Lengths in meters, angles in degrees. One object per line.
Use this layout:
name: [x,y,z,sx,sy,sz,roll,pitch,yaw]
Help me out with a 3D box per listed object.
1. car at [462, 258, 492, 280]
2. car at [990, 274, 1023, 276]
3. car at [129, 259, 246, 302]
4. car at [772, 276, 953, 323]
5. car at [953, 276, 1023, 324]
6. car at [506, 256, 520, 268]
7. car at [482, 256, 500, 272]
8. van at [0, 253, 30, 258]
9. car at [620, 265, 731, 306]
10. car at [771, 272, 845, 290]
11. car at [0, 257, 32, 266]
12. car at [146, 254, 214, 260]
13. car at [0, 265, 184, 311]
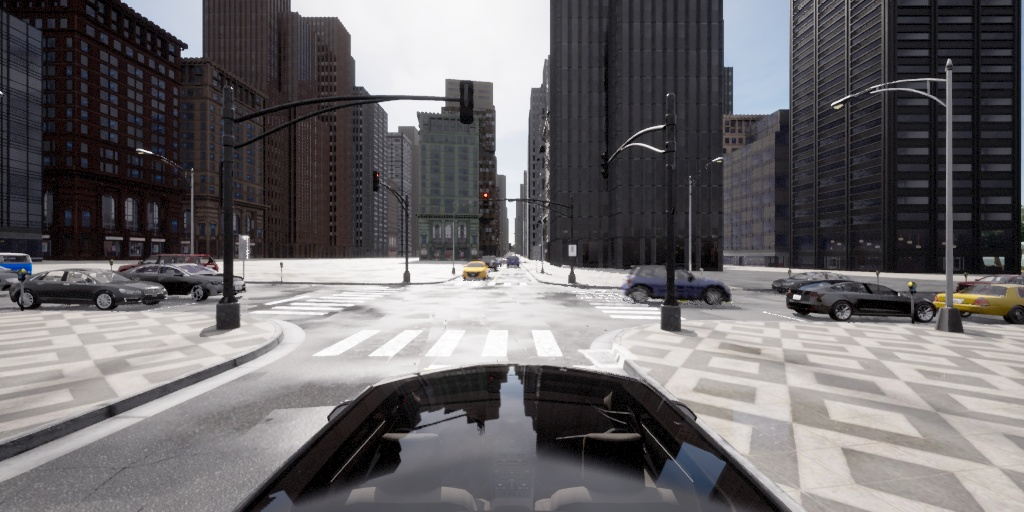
car: [-3.082,1.227,31.085,1.882,1.535,5.008,0,0,1]
car: [29.098,1.766,21.154,4.507,1.381,1.888,0,0,0]
car: [-14.134,1.065,15.358,4.902,1.511,2.128,1,0,1]
car: [12.145,1.524,12.660,4.313,1.339,1.948,0,0,0]
car: [17.957,1.571,12.649,4.829,1.417,1.751,0,0,0]
car: [0.199,0.974,62.675,2.150,2.045,5.566,0,0,0]
car: [-3.018,0.973,46.653,2.150,2.045,5.566,0,0,0]
van: [-31.114,0.680,21.170,3.998,1.789,1.690,0,0,0]
car: [7.383,1.234,16.464,4.553,1.767,2.097,1,0,9]
car: [17.812,1.591,21.175,4.403,1.370,2.007,0,0,0]
car: [-23.549,0.935,15.388,4.902,1.511,2.128,1,0,0]
car: [-20.195,0.799,21.150,5.009,1.841,2.192,0,0,0]
car: [-14.763,1.116,12.614,4.403,1.370,2.007,0,0,0]
